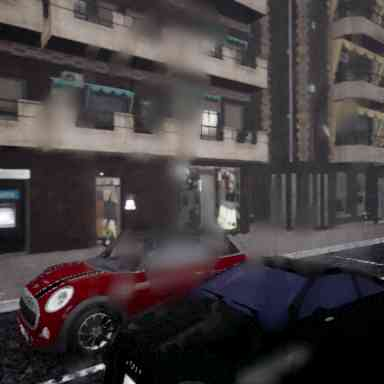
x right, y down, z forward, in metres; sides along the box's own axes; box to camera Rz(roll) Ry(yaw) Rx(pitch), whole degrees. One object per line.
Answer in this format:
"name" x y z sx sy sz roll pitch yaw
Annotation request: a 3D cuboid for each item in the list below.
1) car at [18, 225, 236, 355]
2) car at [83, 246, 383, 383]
"car" -0.821 1.441 5.967 4.097 1.590 1.967 0 -1 -35
"car" 1.090 1.565 4.113 4.181 1.385 1.994 0 0 -35
